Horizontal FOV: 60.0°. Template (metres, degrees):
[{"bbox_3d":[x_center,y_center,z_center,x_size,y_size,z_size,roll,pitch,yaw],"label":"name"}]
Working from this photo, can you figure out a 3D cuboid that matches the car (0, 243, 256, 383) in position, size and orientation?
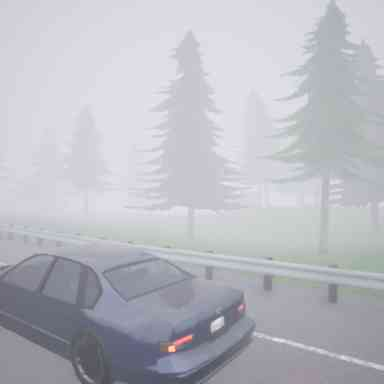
[{"bbox_3d":[-1.722,1.567,5.308,5.357,1.411,2.033,0,0,37],"label":"car"}]
